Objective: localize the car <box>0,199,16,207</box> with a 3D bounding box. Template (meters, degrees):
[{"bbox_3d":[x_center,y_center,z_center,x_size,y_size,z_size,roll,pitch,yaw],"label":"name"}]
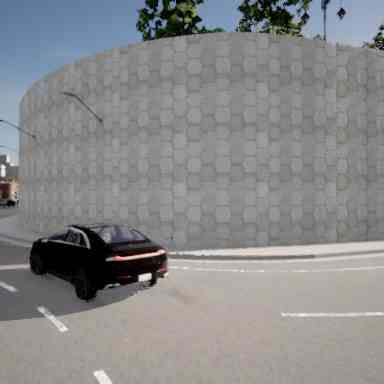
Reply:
[{"bbox_3d":[-32.907,1.922,59.299,2.128,1.511,4.902,0,0,-14],"label":"car"}]

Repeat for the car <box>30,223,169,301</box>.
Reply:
[{"bbox_3d":[-2.623,1.557,8.646,2.128,1.511,4.902,1,-1,-43],"label":"car"}]

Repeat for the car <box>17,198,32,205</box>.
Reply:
[{"bbox_3d":[-36.152,2.000,71.816,1.882,1.535,5.008,0,0,-14],"label":"car"}]
